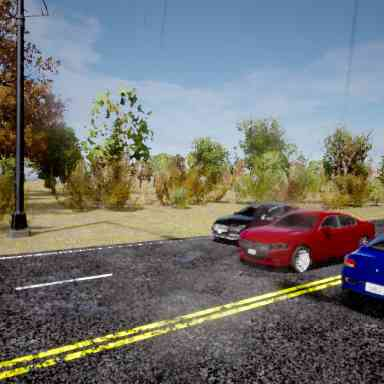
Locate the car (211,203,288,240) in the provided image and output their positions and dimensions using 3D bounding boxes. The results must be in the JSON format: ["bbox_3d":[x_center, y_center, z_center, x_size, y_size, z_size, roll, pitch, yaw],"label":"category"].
[{"bbox_3d":[3.020,1.226,13.730,4.892,1.490,1.837,0,2,-35],"label":"car"}]

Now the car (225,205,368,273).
[{"bbox_3d":[3.628,1.299,10.184,5.008,1.535,1.882,0,2,-35],"label":"car"}]

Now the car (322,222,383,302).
[{"bbox_3d":[4.943,1.453,6.894,4.674,1.442,1.812,0,2,-35],"label":"car"}]
